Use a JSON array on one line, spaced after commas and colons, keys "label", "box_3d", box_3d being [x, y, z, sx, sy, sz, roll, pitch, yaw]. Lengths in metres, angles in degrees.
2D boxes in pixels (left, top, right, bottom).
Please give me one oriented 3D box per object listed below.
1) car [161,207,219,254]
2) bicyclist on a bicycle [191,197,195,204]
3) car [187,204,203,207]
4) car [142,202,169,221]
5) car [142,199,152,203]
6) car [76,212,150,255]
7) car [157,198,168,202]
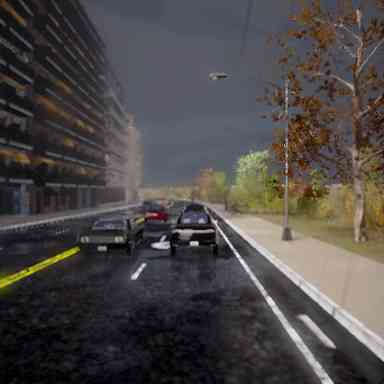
[{"label": "car", "box_3d": [0.106, 1.629, 14.185, 2.128, 1.511, 4.902, 0, 0, 1]}, {"label": "bicyclist on a bicycle", "box_3d": [0.427, 2.328, 89.817, 0.582, 1.620, 1.656, 0, -1, -3]}, {"label": "car", "box_3d": [0.262, 1.761, 29.360, 1.882, 1.535, 5.008, 0, 0, 1]}, {"label": "car", "box_3d": [-2.992, 1.844, 29.179, 1.994, 1.385, 4.181, 0, -1, 1]}, {"label": "car", "box_3d": [-9.499, 2.238, 70.891, 1.994, 1.385, 4.181, 0, -1, -1]}, {"label": "car", "box_3d": [-3.147, 1.734, 14.018, 1.895, 1.301, 4.718, 0, -1, 1]}, {"label": "car", "box_3d": [-6.252, 2.042, 71.042, 2.097, 1.767, 4.553, 0, -1, -1]}]
